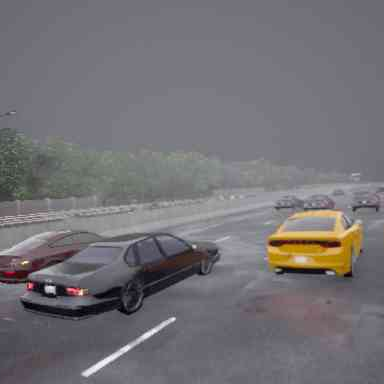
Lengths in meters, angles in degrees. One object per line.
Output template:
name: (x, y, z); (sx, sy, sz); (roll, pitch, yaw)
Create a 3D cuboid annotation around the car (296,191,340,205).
car: (10.738, 0.950, 27.991); (2.033, 1.411, 5.357); (-5, -1, 31)

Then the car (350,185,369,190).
car: (31.228, -0.188, 62.008); (1.994, 1.385, 4.181); (-5, -1, 31)

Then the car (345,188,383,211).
car: (13.727, 0.709, 26.183); (2.033, 1.411, 5.357); (-5, -1, 31)

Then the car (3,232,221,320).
car: (-1.240, 1.702, 8.095); (2.033, 1.411, 5.357); (-5, -1, 31)

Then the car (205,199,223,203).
car: (2.675, 1.618, 41.687); (1.882, 1.535, 5.008); (-5, -1, 31)

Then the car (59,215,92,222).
car: (-8.295, 2.375, 23.619); (1.994, 1.385, 4.181); (-5, -1, 31)

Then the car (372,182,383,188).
car: (34.215, -0.487, 60.208); (1.837, 1.490, 4.892); (-5, -1, 31)

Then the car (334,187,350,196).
car: (28.244, -0.004, 63.826); (2.128, 1.511, 4.902); (-5, -1, 31)

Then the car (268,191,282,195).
car: (19.831, 0.441, 76.972); (1.812, 1.442, 4.674); (-5, -1, 31)

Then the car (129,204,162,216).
car: (-6.452, 2.466, 46.825); (1.895, 1.301, 4.718); (-5, -1, 31)

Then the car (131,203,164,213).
car: (-5.384, 2.246, 41.911); (1.837, 1.490, 4.892); (-5, -1, 32)

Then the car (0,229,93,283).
car: (-3.841, 1.897, 10.548); (1.812, 1.442, 4.674); (-5, -1, 31)

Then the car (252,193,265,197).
car: (16.844, 0.698, 78.779); (2.033, 1.411, 5.357); (-5, -1, 31)

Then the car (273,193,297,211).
car: (9.683, 1.074, 33.008); (2.033, 1.411, 5.357); (-5, -1, 31)

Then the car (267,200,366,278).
car: (3.682, 1.269, 9.510); (1.882, 1.535, 5.008); (-5, -1, 31)

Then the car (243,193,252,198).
car: (13.853, 0.877, 80.588); (1.882, 1.535, 5.008); (-5, -1, 31)
